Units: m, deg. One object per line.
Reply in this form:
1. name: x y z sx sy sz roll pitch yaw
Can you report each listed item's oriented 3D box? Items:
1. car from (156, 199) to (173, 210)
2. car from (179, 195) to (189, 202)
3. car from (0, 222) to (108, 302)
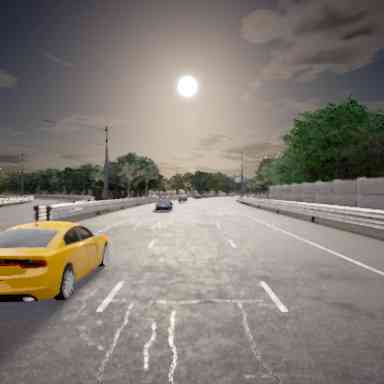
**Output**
1. car: -3.473 1.577 42.305 1.994 1.385 4.181 0 0 0
2. car: -1.922 1.540 77.100 1.837 1.490 4.892 0 0 5
3. car: -3.502 1.479 8.333 1.882 1.535 5.008 0 0 0
